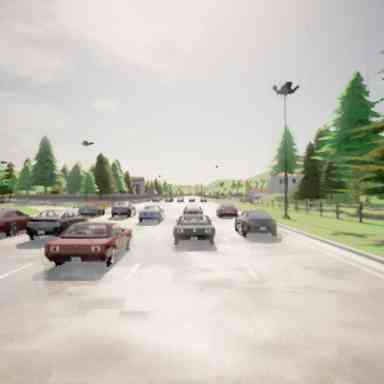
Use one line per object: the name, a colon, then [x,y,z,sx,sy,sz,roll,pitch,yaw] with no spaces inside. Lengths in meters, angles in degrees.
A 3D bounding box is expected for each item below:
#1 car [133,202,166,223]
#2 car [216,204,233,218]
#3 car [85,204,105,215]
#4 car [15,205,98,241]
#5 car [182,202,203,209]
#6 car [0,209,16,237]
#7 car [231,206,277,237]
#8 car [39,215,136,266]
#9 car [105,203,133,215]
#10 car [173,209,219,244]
car: [-3.398,1.822,28.515,2.033,1.411,5.357,0,-1,0]
car: [3.602,1.896,34.619,1.994,1.385,4.181,0,-1,0]
car: [-10.398,1.897,34.627,1.994,1.385,4.181,0,-1,0]
car: [-6.900,1.662,17.650,2.128,1.511,4.902,0,-1,0]
car: [0.103,1.912,32.374,1.895,1.301,4.718,0,-1,0]
car: [-10.623,1.710,19.155,1.812,1.442,4.674,0,0,-3]
car: [3.587,1.710,19.138,1.812,1.442,4.674,0,-1,0]
car: [-3.401,1.717,11.983,1.895,1.301,4.718,0,-1,0]
car: [-6.898,1.817,33.924,2.128,1.511,4.902,0,-1,0]
car: [0.101,1.762,16.697,1.895,1.301,4.718,0,-1,0]
